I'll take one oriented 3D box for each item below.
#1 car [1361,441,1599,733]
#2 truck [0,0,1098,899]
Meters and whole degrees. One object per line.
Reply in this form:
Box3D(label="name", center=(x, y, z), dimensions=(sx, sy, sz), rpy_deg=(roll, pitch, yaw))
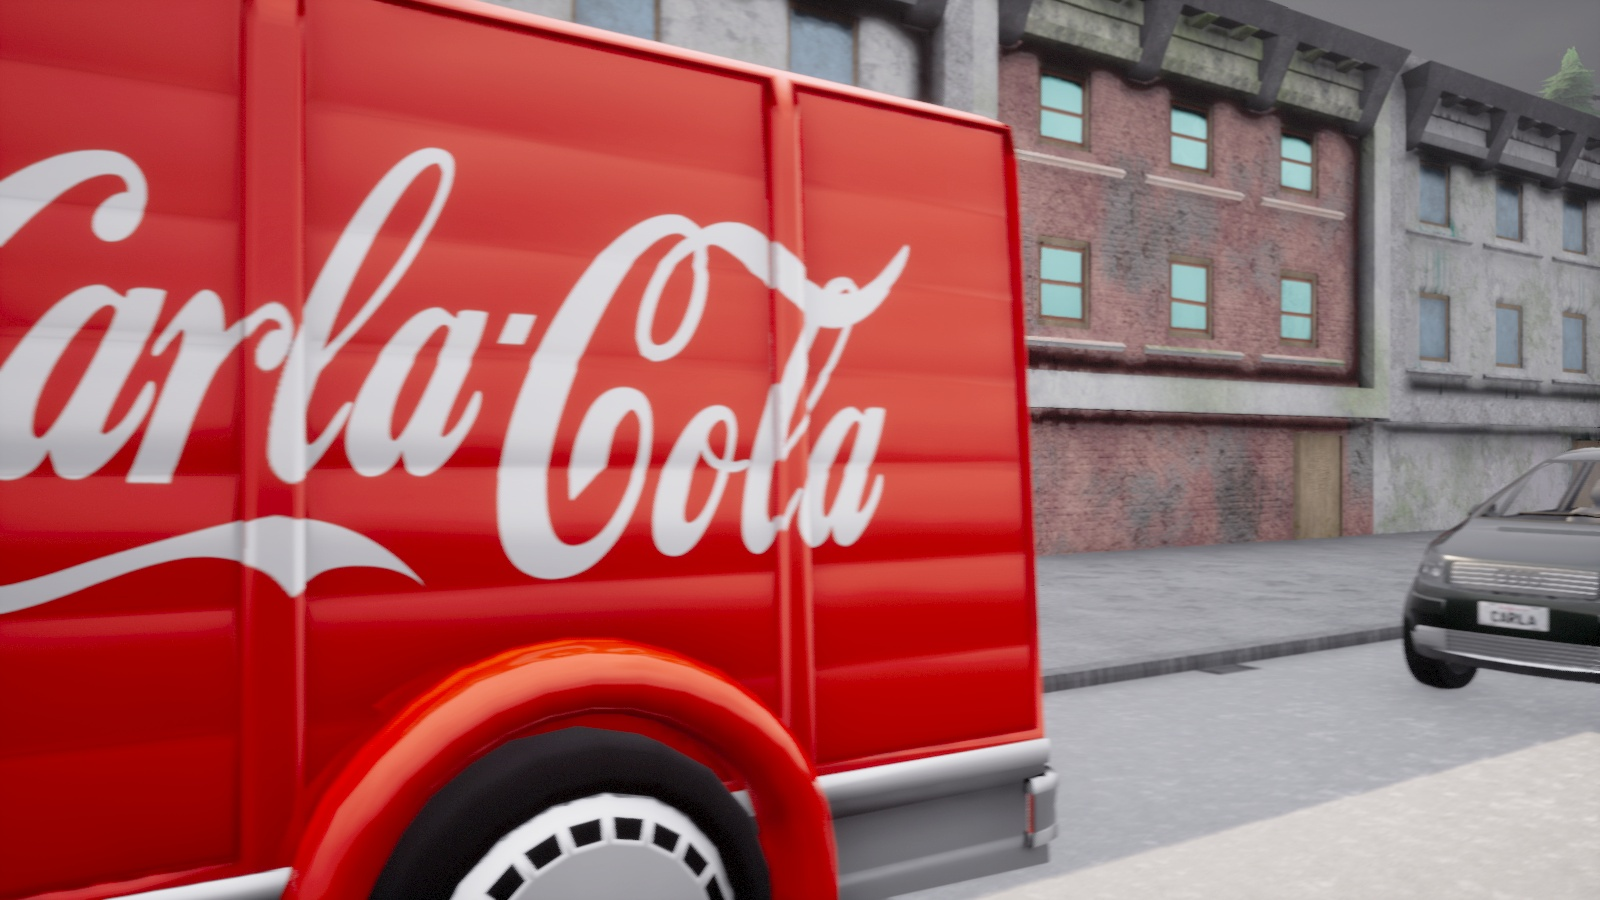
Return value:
Box3D(label="car", center=(5.510, 0.732, 8.102), dimensions=(3.705, 1.549, 1.789), rpy_deg=(0, 0, -35))
Box3D(label="truck", center=(-2.132, 0.269, 2.786), dimensions=(5.204, 2.467, 2.627), rpy_deg=(0, 0, -35))
